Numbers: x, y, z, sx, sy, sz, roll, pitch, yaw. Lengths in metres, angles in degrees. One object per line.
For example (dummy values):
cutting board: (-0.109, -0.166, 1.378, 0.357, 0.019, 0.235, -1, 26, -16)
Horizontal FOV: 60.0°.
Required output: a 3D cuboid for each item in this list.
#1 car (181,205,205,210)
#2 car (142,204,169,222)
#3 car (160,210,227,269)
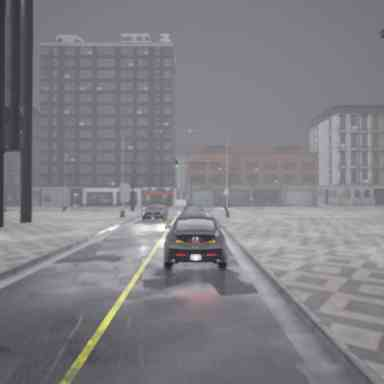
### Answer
car: (0.106, 1.692, 26.344, 1.994, 1.385, 4.181, 0, 0, 0)
car: (-3.052, 1.739, 28.200, 1.895, 1.301, 4.718, 0, 0, 0)
car: (0.103, 1.549, 11.333, 1.837, 1.490, 4.892, 0, -1, 0)
